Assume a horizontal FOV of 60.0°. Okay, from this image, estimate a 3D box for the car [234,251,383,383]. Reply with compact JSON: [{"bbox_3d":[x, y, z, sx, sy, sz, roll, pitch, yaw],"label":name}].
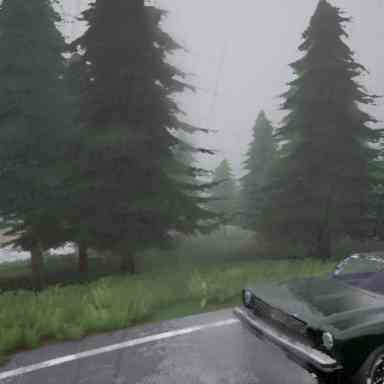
[{"bbox_3d":[3.028,1.627,4.918,4.718,1.301,1.895,2,0,-24],"label":"car"}]
